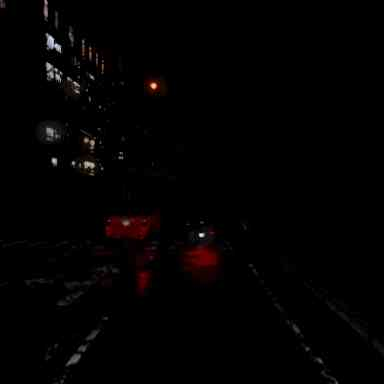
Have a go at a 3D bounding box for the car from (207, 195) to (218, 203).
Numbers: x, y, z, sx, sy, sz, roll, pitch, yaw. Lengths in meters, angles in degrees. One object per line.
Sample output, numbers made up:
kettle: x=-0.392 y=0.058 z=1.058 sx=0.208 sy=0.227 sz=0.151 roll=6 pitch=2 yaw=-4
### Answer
car: x=4.891 y=1.688 z=79.832 sx=2.097 sy=1.767 sz=4.553 roll=0 pitch=0 yaw=12

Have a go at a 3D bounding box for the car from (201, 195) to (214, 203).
car: x=2.998 y=1.804 z=69.674 sx=1.837 sy=1.490 sz=4.892 roll=0 pitch=0 yaw=10

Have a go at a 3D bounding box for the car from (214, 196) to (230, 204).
car: x=6.348 y=1.862 z=69.947 sx=1.994 sy=1.385 sz=4.181 roll=0 pitch=0 yaw=11

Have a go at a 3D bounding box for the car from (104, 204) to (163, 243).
car: x=-2.718 y=1.382 z=16.409 sx=2.097 sy=1.767 sz=4.553 roll=0 pitch=0 yaw=3

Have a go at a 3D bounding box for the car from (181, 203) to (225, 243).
car: x=0.533 y=1.537 z=16.380 sx=1.837 sy=1.490 sz=4.892 roll=0 pitch=0 yaw=3
